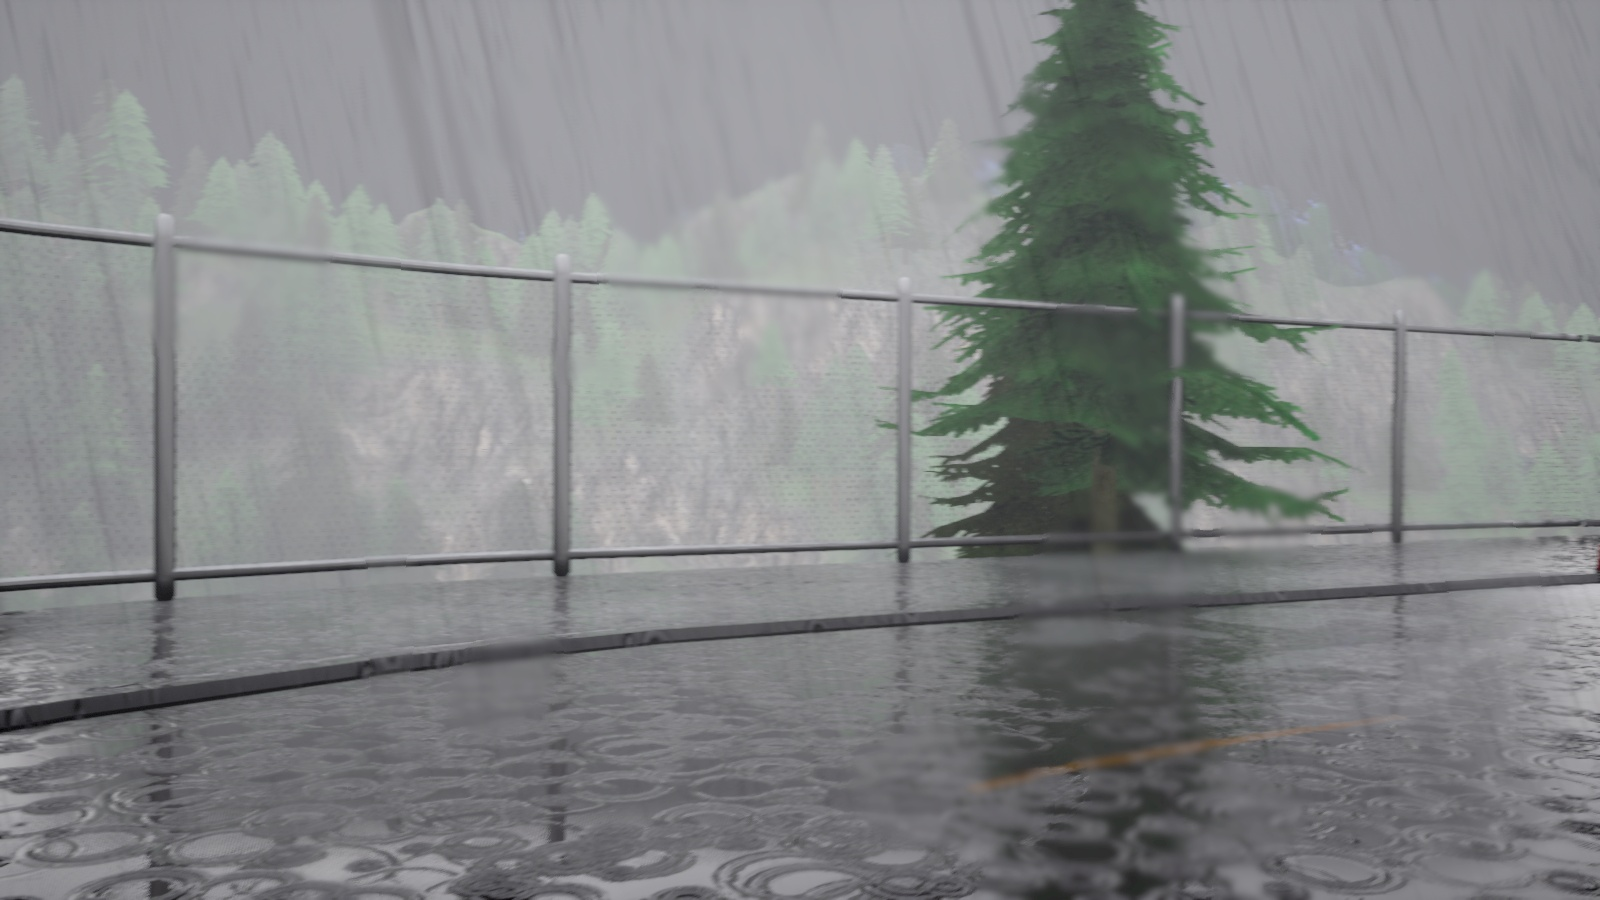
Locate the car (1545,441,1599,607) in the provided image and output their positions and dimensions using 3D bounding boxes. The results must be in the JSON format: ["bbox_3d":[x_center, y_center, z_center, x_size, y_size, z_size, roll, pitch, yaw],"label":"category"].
[{"bbox_3d":[9.594,0.691,12.033,4.514,1.525,2.007,0,0,-25],"label":"car"}]
